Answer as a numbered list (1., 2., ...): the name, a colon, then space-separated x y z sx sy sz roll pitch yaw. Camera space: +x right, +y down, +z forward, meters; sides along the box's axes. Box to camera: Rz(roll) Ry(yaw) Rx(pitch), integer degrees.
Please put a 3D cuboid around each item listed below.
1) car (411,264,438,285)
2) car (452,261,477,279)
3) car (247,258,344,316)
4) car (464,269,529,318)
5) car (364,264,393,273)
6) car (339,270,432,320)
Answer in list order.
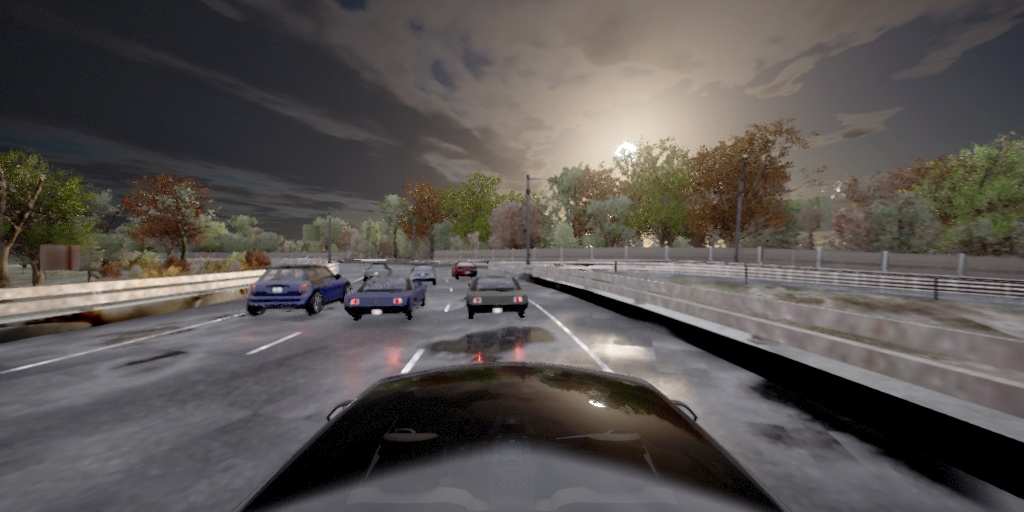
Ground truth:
1. car: -6.392 1.274 25.966 2.033 1.411 5.357 0 0 -13
2. car: -4.237 1.183 31.722 1.882 1.535 5.008 0 0 -14
3. car: -7.807 1.110 13.684 2.097 1.767 4.553 0 0 -7
4. car: -0.655 1.330 12.869 1.895 1.301 4.718 0 0 -6
5. car: -10.841 1.303 29.332 1.994 1.385 4.181 0 0 -14
6. car: -4.152 1.346 12.643 1.895 1.301 4.718 0 0 -6
